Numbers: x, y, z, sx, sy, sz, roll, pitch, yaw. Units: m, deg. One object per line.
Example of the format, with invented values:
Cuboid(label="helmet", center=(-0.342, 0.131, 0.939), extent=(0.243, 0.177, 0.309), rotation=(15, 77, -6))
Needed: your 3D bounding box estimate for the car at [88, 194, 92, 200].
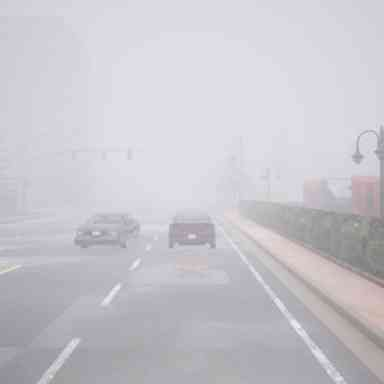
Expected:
Cuboid(label="car", center=(-29.207, 1.220, 89.848), extent=(5.566, 2.045, 2.150), rotation=(0, 0, 27))

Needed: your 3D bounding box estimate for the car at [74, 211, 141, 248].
Cuboid(label="car", center=(-3.500, 1.560, 14.650), extent=(2.033, 1.411, 5.357), rotation=(0, 0, 0))

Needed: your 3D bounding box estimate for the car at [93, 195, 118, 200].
Cuboid(label="car", center=(-23.558, 1.510, 90.750), extent=(5.357, 1.411, 2.033), rotation=(0, 0, 31))

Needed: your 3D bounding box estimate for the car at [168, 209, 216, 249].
Cuboid(label="car", center=(0.000, 1.482, 14.650), extent=(1.882, 1.535, 5.008), rotation=(0, 0, 0))
